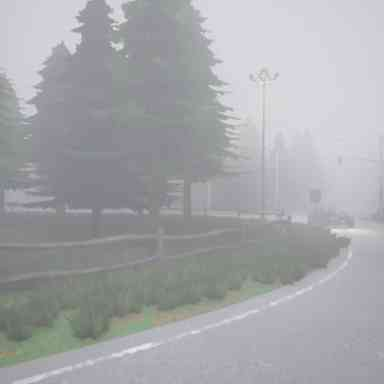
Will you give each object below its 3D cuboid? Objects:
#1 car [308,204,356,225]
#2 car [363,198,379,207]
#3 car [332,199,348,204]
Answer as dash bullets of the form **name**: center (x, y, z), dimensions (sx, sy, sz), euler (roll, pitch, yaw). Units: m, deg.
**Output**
- **car**: center (10.027, 1.797, 24.175), dimensions (1.994, 1.385, 4.181), euler (0, 0, -3)
- **car**: center (34.043, 1.867, 62.677), dimensions (2.097, 1.767, 4.553), euler (0, 0, 8)
- **car**: center (34.045, 2.325, 77.694), dimensions (1.895, 1.301, 4.718), euler (0, 0, -14)
